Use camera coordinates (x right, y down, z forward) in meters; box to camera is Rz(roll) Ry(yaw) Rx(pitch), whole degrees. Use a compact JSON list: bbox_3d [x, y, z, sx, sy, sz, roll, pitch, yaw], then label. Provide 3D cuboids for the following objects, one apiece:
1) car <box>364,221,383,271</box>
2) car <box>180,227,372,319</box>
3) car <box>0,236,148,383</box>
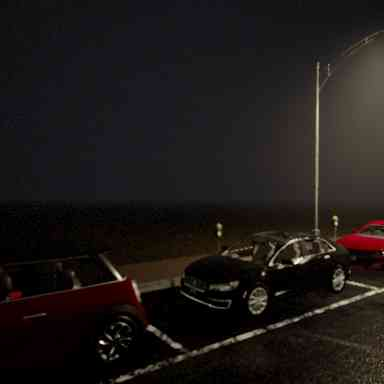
[{"bbox_3d":[6.309,1.611,10.582,4.507,1.381,1.887,0,0,-35],"label":"car"},{"bbox_3d":[1.800,1.584,7.369,4.403,1.369,2.008,0,0,-35],"label":"car"},{"bbox_3d":[-2.707,1.441,4.156,4.097,1.590,1.967,0,0,-35],"label":"car"}]
